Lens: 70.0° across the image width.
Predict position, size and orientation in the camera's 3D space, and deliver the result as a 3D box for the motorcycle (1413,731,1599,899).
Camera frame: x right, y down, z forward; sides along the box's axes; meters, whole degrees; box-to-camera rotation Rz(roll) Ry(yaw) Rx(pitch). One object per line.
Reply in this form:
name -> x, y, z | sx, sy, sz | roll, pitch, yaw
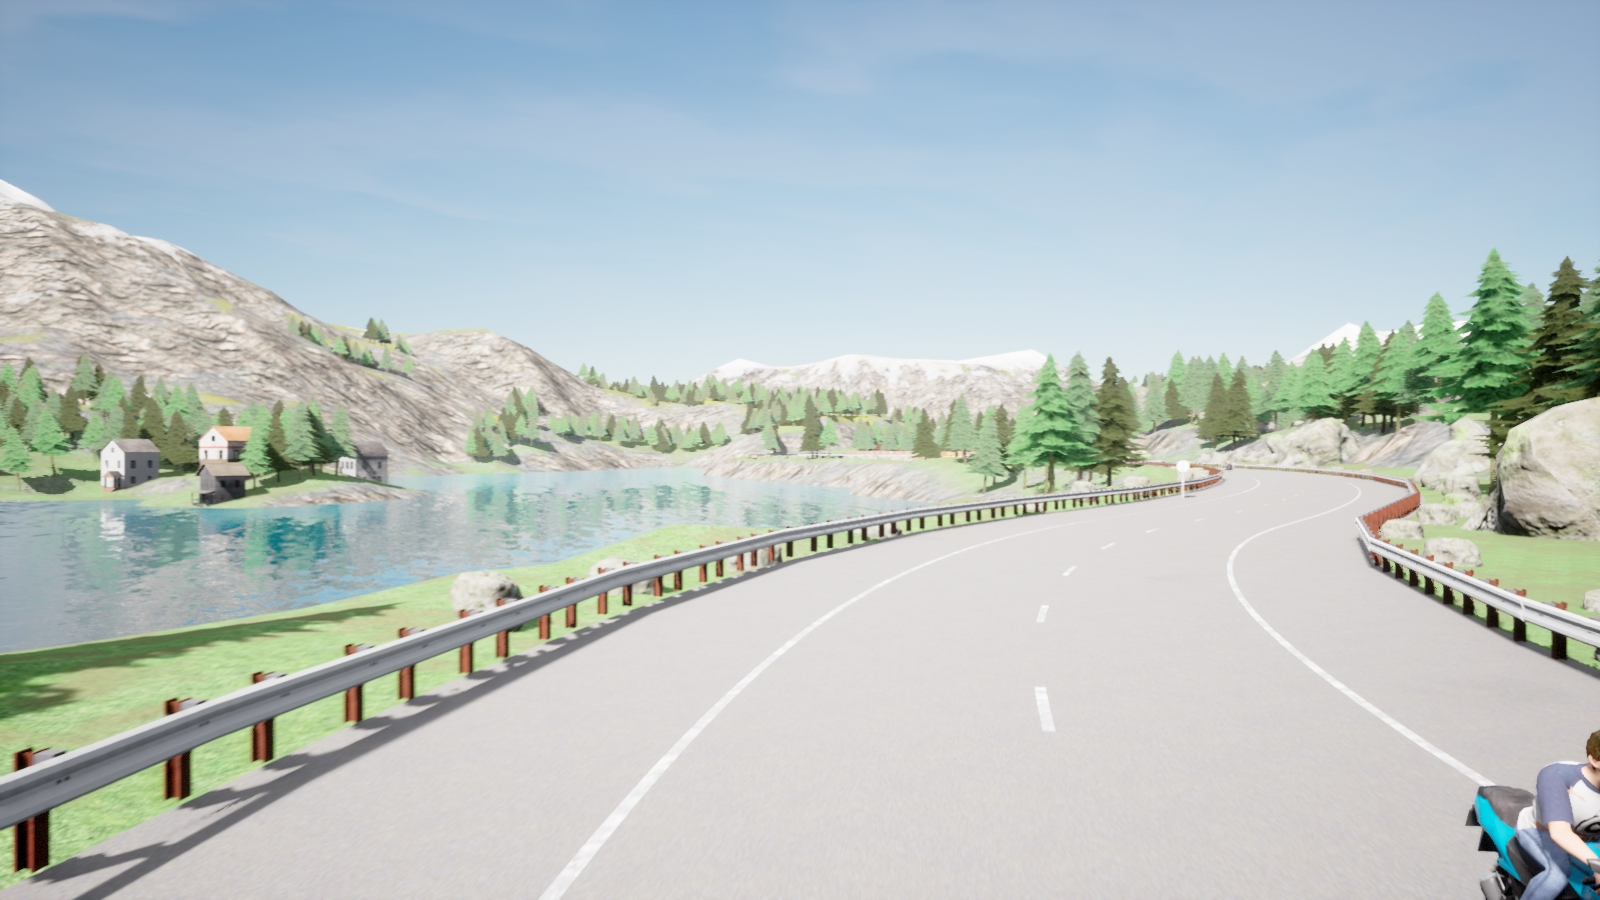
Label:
motorcycle -> 3.725, 2.179, 5.317 | 0.803, 1.217, 2.033 | 0, 0, 5
